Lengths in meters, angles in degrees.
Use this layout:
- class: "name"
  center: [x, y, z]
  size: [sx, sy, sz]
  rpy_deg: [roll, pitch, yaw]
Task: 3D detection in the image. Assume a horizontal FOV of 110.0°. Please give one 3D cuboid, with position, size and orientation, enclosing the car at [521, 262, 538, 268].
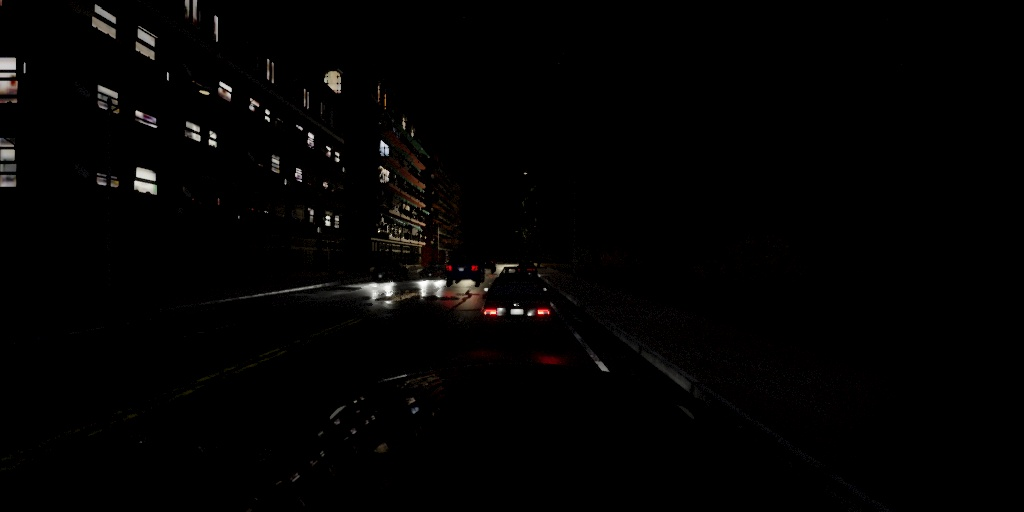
- class: "car"
  center: [1.164, 1.259, 30.682]
  size: [1.837, 1.490, 4.892]
  rpy_deg: [0, 0, 0]

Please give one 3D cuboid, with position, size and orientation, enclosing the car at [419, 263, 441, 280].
- class: "car"
  center: [-6.575, 1.317, 30.769]
  size: [1.994, 1.385, 4.181]
  rpy_deg: [0, 0, 0]

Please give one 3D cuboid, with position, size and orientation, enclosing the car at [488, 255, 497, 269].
- class: "car"
  center: [-3.114, 0.964, 43.716]
  size: [2.150, 2.045, 5.566]
  rpy_deg: [0, -1, 0]

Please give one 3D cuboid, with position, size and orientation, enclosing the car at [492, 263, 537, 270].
- class: "car"
  center: [0.116, 1.300, 20.915]
  size: [2.033, 1.411, 5.357]
  rpy_deg: [0, 0, 0]

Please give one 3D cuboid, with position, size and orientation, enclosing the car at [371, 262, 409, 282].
- class: "car"
  center: [-9.826, 1.245, 29.219]
  size: [2.128, 1.511, 4.902]
  rpy_deg: [0, 0, 0]

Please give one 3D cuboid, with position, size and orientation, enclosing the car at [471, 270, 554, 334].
- class: "car"
  center: [0.110, 1.299, 10.554]
  size: [2.033, 1.411, 5.357]
  rpy_deg: [0, 0, 0]

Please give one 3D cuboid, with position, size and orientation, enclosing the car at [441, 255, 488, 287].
- class: "car"
  center: [-3.129, 0.969, 24.838]
  size: [2.150, 2.045, 5.566]
  rpy_deg: [0, -1, 0]
